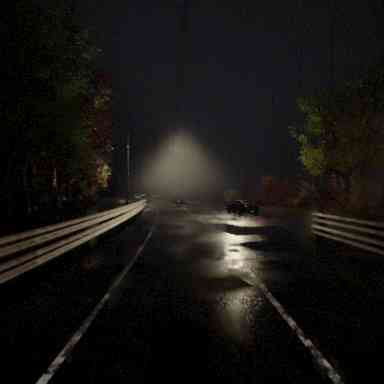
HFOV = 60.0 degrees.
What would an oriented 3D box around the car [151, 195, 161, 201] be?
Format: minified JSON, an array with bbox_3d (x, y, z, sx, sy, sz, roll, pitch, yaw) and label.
[{"bbox_3d":[-8.515,1.363,79.377,2.128,1.511,4.902,0,0,-15],"label":"car"}]

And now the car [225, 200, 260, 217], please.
[{"bbox_3d":[4.717,1.501,31.725,2.128,1.511,4.902,2,0,-16],"label":"car"}]

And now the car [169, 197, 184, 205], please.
[{"bbox_3d":[-2.773,1.501,58.659,1.994,1.385,4.181,0,0,-15],"label":"car"}]
